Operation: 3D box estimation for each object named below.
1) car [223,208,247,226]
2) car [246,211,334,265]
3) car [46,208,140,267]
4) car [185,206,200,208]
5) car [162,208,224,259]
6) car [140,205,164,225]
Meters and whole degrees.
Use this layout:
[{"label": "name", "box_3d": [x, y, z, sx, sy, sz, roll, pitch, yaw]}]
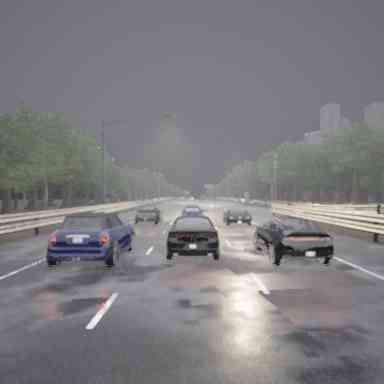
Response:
[{"label": "car", "box_3d": [3.531, 1.950, 26.683, 1.895, 1.301, 4.718, 0, -1, 0]}, {"label": "car", "box_3d": [3.540, 1.659, 12.314, 2.128, 1.511, 4.902, 0, -1, 0]}, {"label": "car", "box_3d": [-3.460, 1.518, 12.242, 2.097, 1.767, 4.553, 0, -1, 0]}, {"label": "car", "box_3d": [0.040, 1.888, 28.006, 1.812, 1.442, 4.674, 0, 0, 0]}, {"label": "car", "box_3d": [0.050, 1.660, 13.472, 1.882, 1.535, 5.008, 0, 0, 0]}, {"label": "car", "box_3d": [-3.465, 1.847, 27.316, 2.128, 1.511, 4.902, 0, -1, 0]}]
